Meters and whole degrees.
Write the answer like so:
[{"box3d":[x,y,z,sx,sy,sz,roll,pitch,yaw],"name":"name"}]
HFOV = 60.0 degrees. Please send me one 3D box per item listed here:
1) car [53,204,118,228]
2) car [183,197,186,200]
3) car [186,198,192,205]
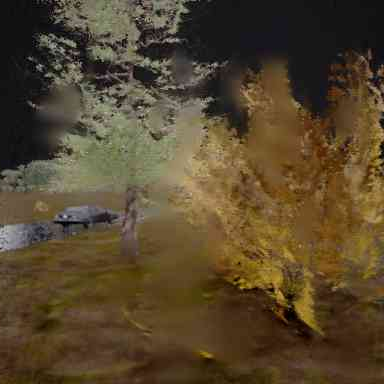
[{"box3d":[-6.865,1.503,21.970,2.033,1.411,5.357,0,0,13],"name":"car"},{"box3d":[-1.609,1.455,56.873,1.895,1.301,4.718,0,0,13],"name":"car"},{"box3d":[1.002,1.358,54.721,2.128,1.511,4.902,0,0,14],"name":"car"}]
